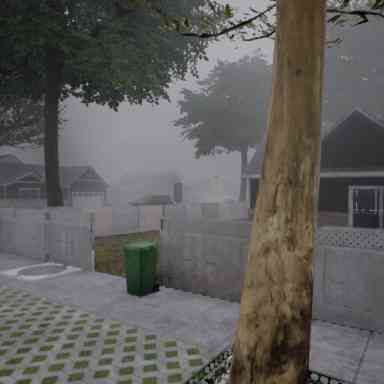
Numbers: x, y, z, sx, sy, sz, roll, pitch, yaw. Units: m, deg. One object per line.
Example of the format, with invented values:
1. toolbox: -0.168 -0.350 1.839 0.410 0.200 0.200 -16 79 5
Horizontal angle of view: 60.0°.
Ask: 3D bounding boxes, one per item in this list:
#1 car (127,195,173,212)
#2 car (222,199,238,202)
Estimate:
1. car: -4.184 1.309 33.734 2.150 2.045 5.566 1 0 35
2. car: 5.296 1.713 47.337 1.994 1.385 4.181 1 0 36
